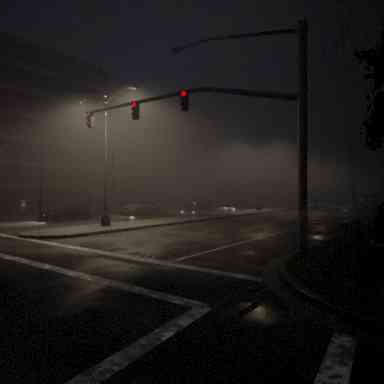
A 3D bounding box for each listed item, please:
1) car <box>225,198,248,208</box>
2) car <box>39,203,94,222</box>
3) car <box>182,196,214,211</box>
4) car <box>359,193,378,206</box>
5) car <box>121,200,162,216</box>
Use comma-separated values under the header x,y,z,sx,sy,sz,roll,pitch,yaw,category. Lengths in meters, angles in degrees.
x,y,z,sx,sy,sz,roll,pitch,yaw,category
6.611,1.561,49.404,1.994,1.385,4.181,0,0,36,car
-9.952,1.561,26.600,1.994,1.385,4.181,0,0,36,car
0.772,1.349,41.376,2.097,1.767,4.553,0,0,36,car
28.728,1.222,54.041,2.150,2.045,5.566,0,0,36,car
-4.960,1.521,33.480,1.812,1.442,4.674,0,0,36,car
